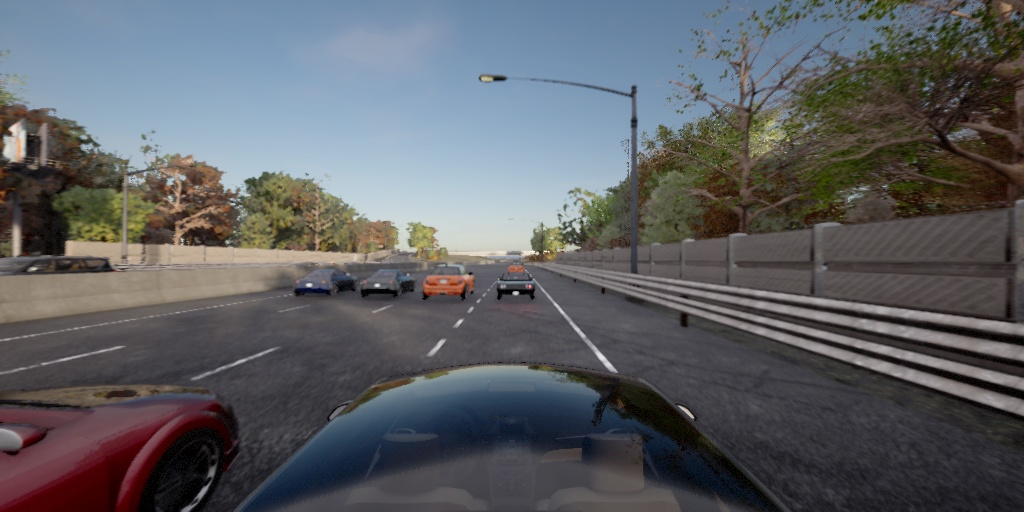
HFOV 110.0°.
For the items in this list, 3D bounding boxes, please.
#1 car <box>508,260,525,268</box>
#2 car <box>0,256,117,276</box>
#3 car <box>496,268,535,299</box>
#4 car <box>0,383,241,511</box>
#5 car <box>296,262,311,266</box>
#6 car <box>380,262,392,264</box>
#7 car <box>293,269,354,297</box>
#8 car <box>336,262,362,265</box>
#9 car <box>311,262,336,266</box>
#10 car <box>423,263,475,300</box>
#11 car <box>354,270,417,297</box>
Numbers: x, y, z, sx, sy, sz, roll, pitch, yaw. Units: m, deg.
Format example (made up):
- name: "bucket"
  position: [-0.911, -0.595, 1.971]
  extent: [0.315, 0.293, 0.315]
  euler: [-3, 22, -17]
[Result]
- name: "car"
  position: [0.536, 1.508, 45.851]
  extent: [2.097, 1.767, 4.553]
  euler: [0, -1, 1]
- name: "car"
  position: [-20.930, 1.016, 15.696]
  extent: [2.150, 2.045, 5.566]
  euler: [0, -1, 1]
- name: "car"
  position: [0.210, 1.505, 19.306]
  extent: [1.895, 1.301, 4.718]
  euler: [0, -1, 1]
- name: "car"
  position: [-3.408, 1.299, 1.448]
  extent: [1.994, 1.385, 4.181]
  euler: [0, 0, 1]
- name: "car"
  position: [-30.887, 1.630, 54.118]
  extent: [1.837, 1.490, 4.892]
  euler: [0, 0, 1]
- name: "car"
  position: [-20.342, 1.685, 57.983]
  extent: [1.882, 1.535, 5.008]
  euler: [0, -1, 1]
- name: "car"
  position: [-10.177, 1.436, 20.056]
  extent: [1.994, 1.385, 4.181]
  euler: [0, -1, 1]
- name: "car"
  position: [-23.897, 1.644, 53.995]
  extent: [2.128, 1.511, 4.902]
  euler: [0, -1, 1]
- name: "car"
  position: [-27.396, 1.615, 53.871]
  extent: [1.882, 1.535, 5.008]
  euler: [0, -1, 1]
- name: "car"
  position: [-3.194, 1.241, 18.984]
  extent: [2.097, 1.767, 4.553]
  euler: [0, -1, 1]
- name: "car"
  position: [-6.680, 1.447, 19.852]
  extent: [1.994, 1.385, 4.181]
  euler: [0, -1, 1]
